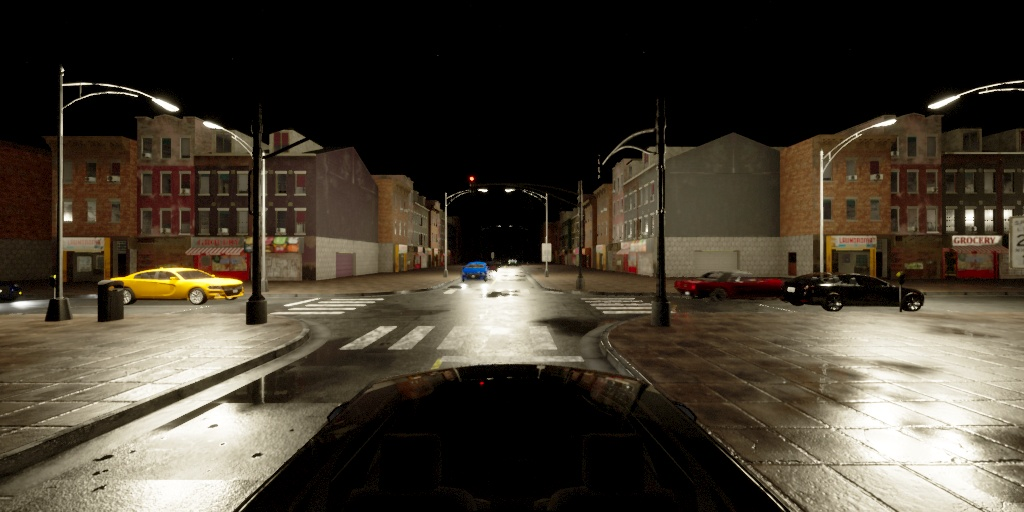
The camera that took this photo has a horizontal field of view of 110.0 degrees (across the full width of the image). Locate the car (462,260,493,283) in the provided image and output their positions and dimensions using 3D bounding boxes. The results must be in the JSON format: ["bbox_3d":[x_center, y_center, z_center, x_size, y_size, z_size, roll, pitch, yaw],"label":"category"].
[{"bbox_3d":[-2.835,1.240,28.749,1.882,1.535,5.008,0,0,0],"label":"car"}]

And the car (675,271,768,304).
[{"bbox_3d":[9.802,1.317,15.573,4.718,1.301,1.895,0,0,-1],"label":"car"}]

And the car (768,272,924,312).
[{"bbox_3d":[12.358,1.267,13.195,4.313,1.339,1.948,0,0,0],"label":"car"}]

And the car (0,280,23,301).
[{"bbox_3d":[-24.592,1.391,15.776,4.181,1.385,1.994,0,0,0],"label":"car"}]

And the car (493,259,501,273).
[{"bbox_3d":[-2.829,1.339,44.960,1.994,1.385,4.181,0,0,0],"label":"car"}]

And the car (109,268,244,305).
[{"bbox_3d":[-14.588,1.271,15.747,5.008,1.535,1.882,0,0,2],"label":"car"}]
